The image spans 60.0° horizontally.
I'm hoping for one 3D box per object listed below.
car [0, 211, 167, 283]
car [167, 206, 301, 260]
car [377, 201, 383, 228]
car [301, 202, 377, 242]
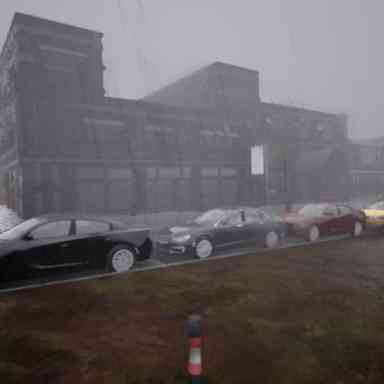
[{"bbox_3d":[-3.399,1.281,8.193,5.008,1.535,2.097,0,0,-33],"label":"car"},{"bbox_3d":[1.108,1.259,11.417,4.892,1.521,2.231,-1,1,-33],"label":"car"},{"bbox_3d":[10.813,1.150,18.368,5.366,1.575,1.946,0,0,-33],"label":"car"},{"bbox_3d":[5.627,1.215,14.649,5.008,1.535,2.097,0,0,-33],"label":"car"}]
